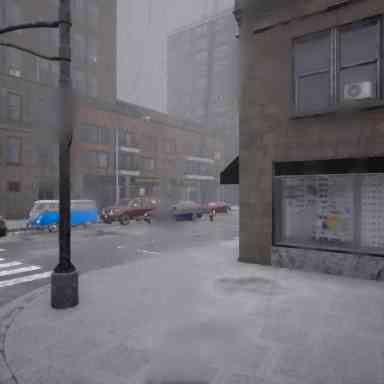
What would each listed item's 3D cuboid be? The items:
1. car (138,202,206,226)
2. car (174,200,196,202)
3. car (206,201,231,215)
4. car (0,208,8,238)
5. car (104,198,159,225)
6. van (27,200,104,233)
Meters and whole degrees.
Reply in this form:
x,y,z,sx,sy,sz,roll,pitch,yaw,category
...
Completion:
x,y,z,sx,sy,sz,roll,pitch,yaw,category
-1.290,1.623,23.753,1.895,1.301,4.718,0,0,36,car
-1.006,1.466,28.851,1.967,1.590,4.097,0,0,36,car
2.275,1.575,33.384,1.887,1.381,4.507,0,0,36,car
-9.778,1.232,12.027,2.150,2.045,5.566,0,0,36,car
-4.287,1.336,24.318,2.192,1.841,5.009,0,0,36,car
-7.569,1.358,19.785,1.690,1.788,3.998,0,0,36,van
